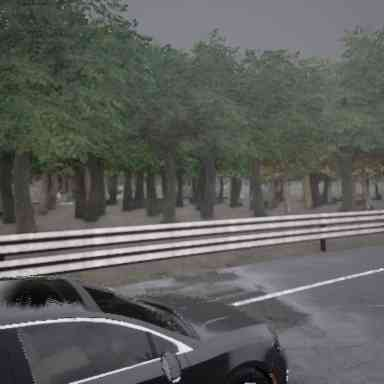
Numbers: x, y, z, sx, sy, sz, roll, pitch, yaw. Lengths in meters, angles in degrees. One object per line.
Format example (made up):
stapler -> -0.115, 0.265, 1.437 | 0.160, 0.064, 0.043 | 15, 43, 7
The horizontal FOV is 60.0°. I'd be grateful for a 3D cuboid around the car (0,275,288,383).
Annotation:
car -> -1.290, 1.498, 2.681 | 4.892, 1.490, 1.837 | -1, 0, -35
